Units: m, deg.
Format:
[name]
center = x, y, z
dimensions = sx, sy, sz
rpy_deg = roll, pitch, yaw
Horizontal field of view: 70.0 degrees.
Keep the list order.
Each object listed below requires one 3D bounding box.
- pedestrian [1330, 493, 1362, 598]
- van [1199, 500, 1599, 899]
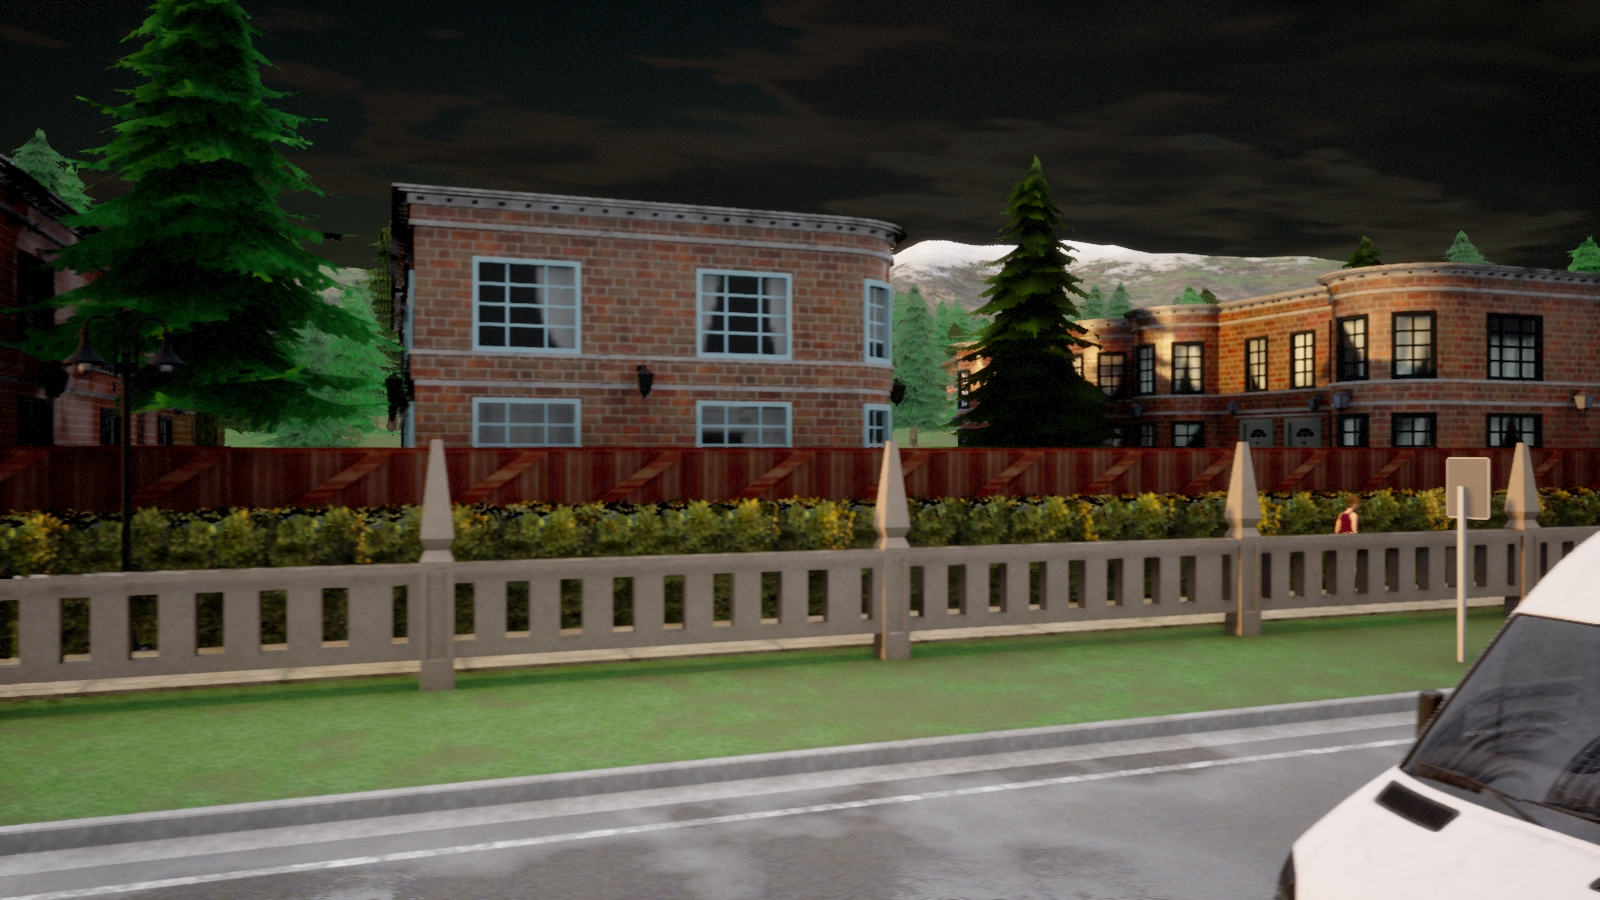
[pedestrian]
center = 9.818, 1.706, 20.550
dimensions = 0.375, 1.860, 0.375
rpy_deg = 0, 0, -20
[van]
center = 4.864, 1.536, 5.064
dimensions = 5.915, 2.561, 1.988
rpy_deg = 0, 0, -20
